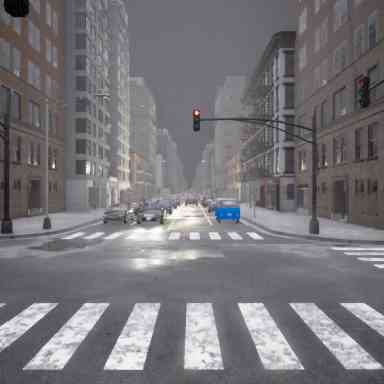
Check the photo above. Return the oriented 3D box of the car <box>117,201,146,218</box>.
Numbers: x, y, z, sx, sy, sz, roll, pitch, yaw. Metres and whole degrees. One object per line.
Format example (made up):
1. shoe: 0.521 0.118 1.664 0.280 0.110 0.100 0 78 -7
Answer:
1. car: -5.436 1.543 30.597 1.887 1.381 4.507 0 0 0

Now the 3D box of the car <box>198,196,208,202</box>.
1. car: 2.519 1.524 76.068 2.008 1.369 4.403 0 0 0

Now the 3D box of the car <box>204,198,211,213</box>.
1. car: 2.580 1.580 36.299 1.802 1.307 4.206 0 0 0

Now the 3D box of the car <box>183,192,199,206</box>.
1. car: -0.086 1.340 55.032 2.097 1.767 4.553 0 0 0

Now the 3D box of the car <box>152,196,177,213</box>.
1. car: -2.903 1.476 33.910 1.882 1.535 5.008 0 0 0

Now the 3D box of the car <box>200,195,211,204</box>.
1. car: 2.537 1.421 64.706 1.967 1.590 4.097 0 0 0

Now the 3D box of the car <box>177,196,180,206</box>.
1. car: -2.914 1.560 43.136 1.994 1.385 4.181 0 0 0

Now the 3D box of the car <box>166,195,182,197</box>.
1. car: -2.889 1.554 53.158 1.994 1.385 4.181 0 0 1

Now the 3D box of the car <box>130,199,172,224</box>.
1. car: -2.876 1.490 24.467 2.128 1.511 4.902 0 0 -1

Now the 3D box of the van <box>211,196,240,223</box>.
1. van: 2.598 1.340 24.937 1.690 1.788 3.998 0 0 0

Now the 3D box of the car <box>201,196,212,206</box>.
1. car: 2.563 1.576 47.662 1.802 1.307 4.206 0 0 0

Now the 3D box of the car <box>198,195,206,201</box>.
1. car: 2.502 1.530 87.431 1.947 1.339 4.313 0 0 0

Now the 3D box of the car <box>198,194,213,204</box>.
1. car: 2.554 1.305 53.343 2.192 1.841 5.009 0 0 0

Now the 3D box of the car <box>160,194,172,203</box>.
1. car: -5.497 1.292 70.370 2.192 1.841 5.009 0 0 0

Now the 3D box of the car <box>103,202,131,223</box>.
1. car: -5.427 1.549 24.915 2.008 1.369 4.403 0 0 0

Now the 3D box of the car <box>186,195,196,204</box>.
1. car: -0.101 1.459 65.064 1.882 1.535 5.008 0 0 0
